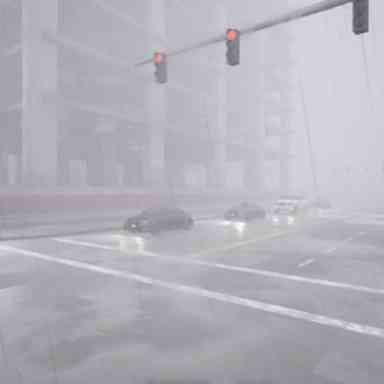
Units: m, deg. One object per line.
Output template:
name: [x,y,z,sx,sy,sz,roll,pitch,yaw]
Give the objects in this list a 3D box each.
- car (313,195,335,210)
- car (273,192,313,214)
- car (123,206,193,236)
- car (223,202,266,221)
car: [16.304,1.492,42.529,1.994,1.385,4.181,0,0,37]
car: [10.306,1.150,34.459,2.150,2.045,5.566,0,0,36]
car: [-1.742,1.493,18.158,1.994,1.385,4.181,0,0,36]
car: [4.185,1.493,26.185,1.994,1.385,4.181,0,0,36]
